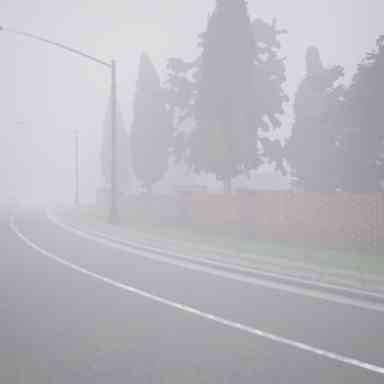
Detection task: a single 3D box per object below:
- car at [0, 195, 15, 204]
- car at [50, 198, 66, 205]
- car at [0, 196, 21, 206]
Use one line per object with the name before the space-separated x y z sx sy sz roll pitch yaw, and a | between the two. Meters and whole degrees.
car | -36.458 1.483 64.324 1.837 1.490 4.892 0 -2 -3
car | -25.894 1.884 64.291 1.994 1.385 4.181 0 -2 -2
car | -28.010 1.406 51.289 1.812 1.442 4.674 0 -2 -10
